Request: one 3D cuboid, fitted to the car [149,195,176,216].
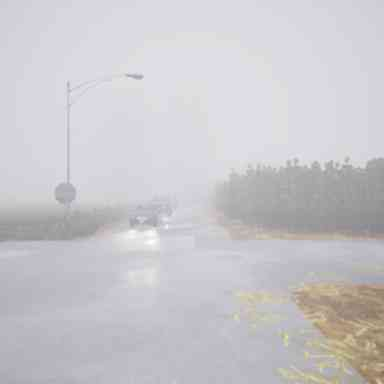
[{"bbox_3d":[-3.199,1.409,34.838,2.150,2.045,5.566,0,0,0],"label":"car"}]

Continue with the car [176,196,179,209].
[{"bbox_3d":[-3.128,1.420,47.028,2.150,2.045,5.566,0,0,2],"label":"car"}]

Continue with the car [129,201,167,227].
[{"bbox_3d":[-3.199,1.619,23.639,2.128,1.511,4.902,0,-1,0],"label":"car"}]

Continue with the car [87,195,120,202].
[{"bbox_3d":[-16.256,1.743,62.616,5.357,1.411,2.033,0,0,0],"label":"car"}]
